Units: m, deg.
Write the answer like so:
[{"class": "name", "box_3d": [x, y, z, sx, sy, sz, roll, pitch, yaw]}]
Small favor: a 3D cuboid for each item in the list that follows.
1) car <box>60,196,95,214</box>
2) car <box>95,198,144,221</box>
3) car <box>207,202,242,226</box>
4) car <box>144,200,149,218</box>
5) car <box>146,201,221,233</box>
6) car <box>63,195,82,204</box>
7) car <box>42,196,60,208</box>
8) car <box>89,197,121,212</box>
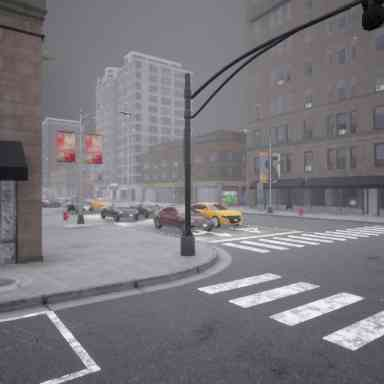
[{"class": "car", "box_3d": [-11.896, 1.442, 35.197, 2.128, 1.511, 4.902, 0, 0, -36]}, {"class": "car", "box_3d": [-5.967, 1.492, 26.989, 1.812, 1.442, 4.674, 0, 0, -36]}, {"class": "car", "box_3d": [1.265, 1.451, 22.502, 1.882, 1.535, 5.008, 0, 0, -35]}, {"class": "car", "box_3d": [-4.178, 1.485, 30.065, 1.812, 1.442, 4.674, 0, 0, -36]}, {"class": "car", "box_3d": [-0.646, 1.505, 19.615, 1.812, 1.442, 4.674, 0, 0, -35]}, {"class": "car", "box_3d": [-21.687, 1.408, 60.202, 1.837, 1.490, 4.892, 0, 0, -36]}, {"class": "car", "box_3d": [-19.562, 1.282, 45.926, 2.097, 1.767, 4.553, 0, 0, -35]}, {"class": "car", "box_3d": [-10.114, 1.422, 38.287, 1.882, 1.535, 5.008, 0, 0, -36]}]
